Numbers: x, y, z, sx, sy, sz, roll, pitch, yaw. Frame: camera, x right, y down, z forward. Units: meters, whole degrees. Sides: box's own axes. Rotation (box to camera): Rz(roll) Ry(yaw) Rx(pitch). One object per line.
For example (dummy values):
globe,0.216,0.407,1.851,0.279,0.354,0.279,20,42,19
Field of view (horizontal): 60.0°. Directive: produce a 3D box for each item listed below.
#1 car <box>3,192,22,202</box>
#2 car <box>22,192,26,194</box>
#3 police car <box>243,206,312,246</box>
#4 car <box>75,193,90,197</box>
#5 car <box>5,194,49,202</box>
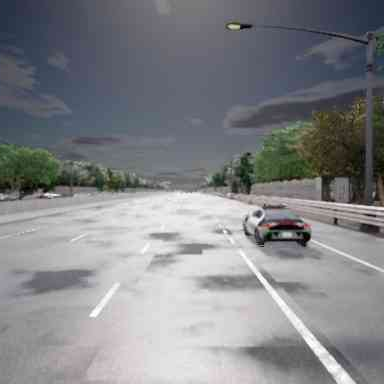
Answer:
car,-28.029,0.836,53.106,2.097,1.767,4.553,0,0,0
car,-24.531,1.046,52.990,1.882,1.535,5.008,0,0,0
police car,3.507,1.375,14.677,2.038,1.542,4.974,0,1,0
car,-17.529,0.891,53.184,1.812,1.442,4.674,0,0,0
car,-17.608,1.237,36.201,2.033,1.411,5.357,0,0,0
